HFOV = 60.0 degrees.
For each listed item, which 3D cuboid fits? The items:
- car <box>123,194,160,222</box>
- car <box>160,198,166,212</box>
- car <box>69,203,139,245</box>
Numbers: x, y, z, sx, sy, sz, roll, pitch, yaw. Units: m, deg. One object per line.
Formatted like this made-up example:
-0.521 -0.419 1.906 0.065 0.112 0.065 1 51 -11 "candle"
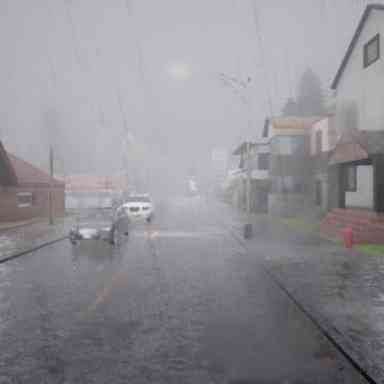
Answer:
-4.079 1.174 26.166 2.150 2.045 5.566 0 0 -1 "car"
-4.033 1.408 38.018 1.882 1.535 5.008 0 0 0 "car"
-4.076 1.463 15.433 2.128 1.511 4.902 0 0 0 "car"
